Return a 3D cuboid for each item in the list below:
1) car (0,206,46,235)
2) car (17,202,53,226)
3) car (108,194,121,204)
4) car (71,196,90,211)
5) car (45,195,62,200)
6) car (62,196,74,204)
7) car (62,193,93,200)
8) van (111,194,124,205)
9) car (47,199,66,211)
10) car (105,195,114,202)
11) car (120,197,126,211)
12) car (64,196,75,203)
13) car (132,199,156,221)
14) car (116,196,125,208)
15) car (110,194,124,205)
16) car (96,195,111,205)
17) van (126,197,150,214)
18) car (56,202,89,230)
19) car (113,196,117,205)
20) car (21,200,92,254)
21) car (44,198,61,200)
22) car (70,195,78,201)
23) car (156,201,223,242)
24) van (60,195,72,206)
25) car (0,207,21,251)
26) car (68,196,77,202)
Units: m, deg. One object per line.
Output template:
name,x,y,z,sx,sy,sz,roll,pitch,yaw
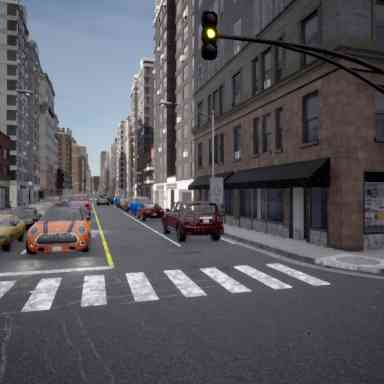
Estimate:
car,-9.926,1.585,19.530,1.947,1.339,4.313,0,0,-17
car,-11.555,1.544,24.767,1.752,1.417,4.829,0,0,-17
car,-15.221,1.330,65.248,2.192,1.841,5.009,0,0,-17
car,-13.698,1.371,41.227,2.097,1.767,4.553,0,0,-17
car,-14.966,1.332,35.729,2.192,1.841,5.009,0,0,-17
car,-23.366,1.552,62.727,1.887,1.381,4.507,0,0,-17
car,-10.818,1.242,31.819,2.150,2.045,5.566,0,0,-16
van,-11.860,1.361,54.445,1.690,1.788,3.998,0,0,-17
car,-16.646,1.598,41.128,1.802,1.307,4.206,0,0,-17
car,-20.264,1.475,81.447,1.967,1.590,4.097,0,0,-17
car,-6.819,1.607,38.241,1.802,1.307,4.206,0,0,-17
car,-25.046,1.590,68.126,1.802,1.307,4.206,0,0,-17
car,-3.458,1.571,27.439,1.887,1.381,4.507,0,0,-17
car,-8.550,1.549,43.805,1.752,1.417,4.829,0,0,-17
car,-13.540,1.332,59.847,2.192,1.841,5.009,0,0,-17
car,-15.329,1.579,56.945,1.994,1.385,4.181,0,0,-17
van,-5.138,1.367,32.841,1.690,1.788,3.998,0,0,-17
car,-7.919,1.526,22.398,1.837,1.490,4.892,0,0,-17
car,-10.180,1.604,49.045,1.802,1.307,4.206,0,0,-17
car,-5.253,1.373,13.628,2.097,1.767,4.553,0,0,-16
car,-13.235,1.544,30.167,1.752,1.417,4.829,0,0,-17
car,-31.767,1.493,89.721,1.967,1.590,4.097,0,0,-17
car,-0.096,1.341,16.637,2.192,1.841,5.009,0,0,-17
van,-21.685,1.351,57.328,1.690,1.788,3.998,0,0,-17
car,-8.196,1.544,13.968,1.752,1.417,4.829,0,0,-17
car,-28.406,1.609,78.921,1.802,1.307,4.206,0,0,-17
